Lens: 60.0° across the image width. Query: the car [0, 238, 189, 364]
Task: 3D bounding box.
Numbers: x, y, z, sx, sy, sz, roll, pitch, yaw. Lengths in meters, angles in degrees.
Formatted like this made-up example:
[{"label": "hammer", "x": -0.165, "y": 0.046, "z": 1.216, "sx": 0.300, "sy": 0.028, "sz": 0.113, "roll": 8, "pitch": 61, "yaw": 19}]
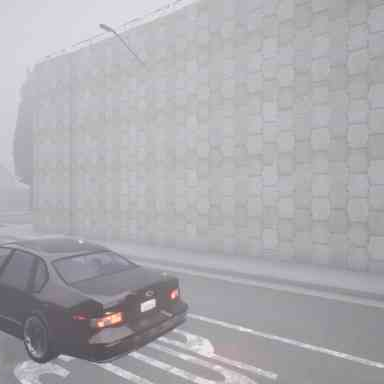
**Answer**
[{"label": "car", "x": -2.628, "y": 1.547, "z": 5.852, "sx": 5.357, "sy": 1.411, "sz": 2.033, "roll": 0, "pitch": 0, "yaw": 35}]
